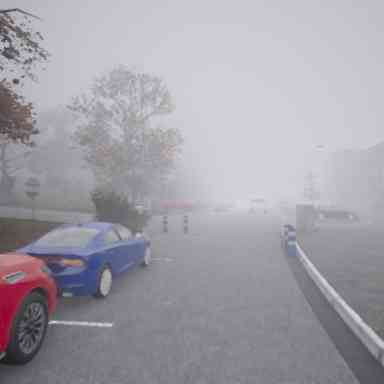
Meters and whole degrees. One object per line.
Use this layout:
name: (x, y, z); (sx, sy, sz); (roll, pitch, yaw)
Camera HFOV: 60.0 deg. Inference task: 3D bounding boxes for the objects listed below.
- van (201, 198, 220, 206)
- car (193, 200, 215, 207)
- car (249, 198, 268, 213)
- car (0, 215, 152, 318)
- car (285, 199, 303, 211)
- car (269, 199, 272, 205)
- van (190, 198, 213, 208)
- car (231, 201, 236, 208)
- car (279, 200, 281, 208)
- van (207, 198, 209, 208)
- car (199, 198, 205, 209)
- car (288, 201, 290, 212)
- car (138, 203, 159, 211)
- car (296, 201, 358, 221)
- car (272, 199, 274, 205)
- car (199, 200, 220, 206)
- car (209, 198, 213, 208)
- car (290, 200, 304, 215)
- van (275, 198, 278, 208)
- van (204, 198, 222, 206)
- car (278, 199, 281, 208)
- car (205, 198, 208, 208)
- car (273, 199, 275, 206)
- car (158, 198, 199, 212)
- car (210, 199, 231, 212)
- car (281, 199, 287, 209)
van: (4.759, 2.616, 85.302); (4.442, 1.987, 1.878); (0, -1, -9)
car: (2.677, 2.630, 73.749); (4.674, 1.452, 2.002); (0, -1, -9)
car: (9.365, 1.871, 47.428); (2.150, 2.045, 5.566); (0, -1, 11)
car: (-2.523, 1.516, 8.713); (2.097, 1.535, 5.008); (0, 0, 10)
car: (14.860, 2.054, 41.579); (5.366, 1.575, 1.946); (1, -1, -9)
car: (21.290, 2.466, 76.134); (5.566, 2.045, 2.435); (1, -1, -9)
van: (2.007, 2.307, 70.846); (4.442, 1.987, 1.878); (0, -1, -9)
car: (7.774, 2.529, 66.330); (2.033, 1.411, 5.357); (0, -1, 11)
car: (16.294, 2.238, 50.182); (4.792, 1.488, 2.163); (1, -1, -9)
van: (0.359, 2.138, 62.166); (4.442, 1.987, 1.878); (0, -1, -9)
car: (-0.600, 2.130, 56.410); (4.553, 1.767, 2.185); (0, -1, -9)
car: (14.133, 2.041, 38.660); (4.674, 1.452, 2.002); (1, -1, -9)
car: (-5.359, 1.611, 26.127); (4.674, 1.442, 1.812); (2, -2, 22)
car: (12.484, 1.846, 30.021); (4.892, 1.521, 2.231); (1, -1, -9)
car: (20.133, 2.468, 70.360); (4.553, 1.767, 2.185); (1, -1, -9)
car: (4.320, 2.816, 82.432); (4.674, 1.452, 2.002); (0, -2, -9)
car: (1.031, 2.418, 65.077); (4.892, 1.521, 2.231); (0, -1, -9)
car: (13.589, 1.950, 35.778); (4.892, 1.521, 2.231); (1, -1, -9)
van: (18.407, 2.194, 61.696); (4.442, 1.987, 1.878); (1, -1, -9)
van: (5.539, 2.681, 88.241); (4.442, 1.987, 1.878); (0, -2, -9)
car: (16.878, 2.262, 53.070); (4.892, 1.521, 2.231); (1, -1, -9)
car: (-0.106, 2.339, 59.289); (4.792, 1.488, 2.163); (0, -1, -9)
car: (19.059, 2.478, 64.598); (5.008, 1.535, 2.097); (1, -1, -9)
car: (-2.253, 1.848, 47.741); (5.566, 2.045, 2.435); (0, -1, -9)
car: (4.219, 2.149, 48.070); (1.837, 1.490, 4.892); (0, -1, 11)
car: (15.785, 2.158, 47.301); (4.892, 1.521, 2.231); (1, -1, -9)
